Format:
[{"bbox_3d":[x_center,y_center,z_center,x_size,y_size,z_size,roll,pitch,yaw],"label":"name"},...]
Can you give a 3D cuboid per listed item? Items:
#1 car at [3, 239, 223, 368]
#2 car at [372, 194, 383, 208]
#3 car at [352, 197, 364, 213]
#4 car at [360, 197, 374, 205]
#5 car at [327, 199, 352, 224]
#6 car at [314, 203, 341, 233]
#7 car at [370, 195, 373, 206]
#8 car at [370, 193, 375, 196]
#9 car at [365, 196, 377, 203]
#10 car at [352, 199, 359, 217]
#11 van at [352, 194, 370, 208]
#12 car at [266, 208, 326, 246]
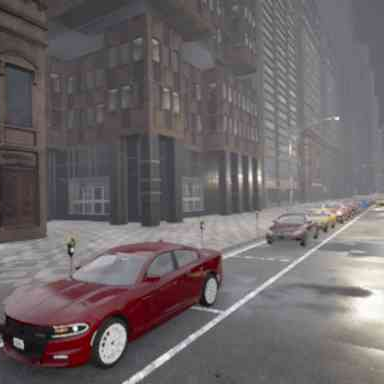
[{"bbox_3d":[-1.004,1.641,6.081,1.887,1.381,4.507,-1,-1,31],"label":"car"},{"bbox_3d":[26.546,1.413,46.111,1.882,1.535,5.008,-2,-1,31],"label":"car"},{"bbox_3d":[16.450,1.579,34.805,1.887,1.381,4.507,-1,-1,31],"label":"car"},{"bbox_3d":[30.994,1.549,58.741,1.947,1.339,4.313,-1,-1,31],"label":"car"},{"bbox_3d":[10.630,1.495,25.231,1.967,1.590,4.097,-1,-1,31],"label":"car"},{"bbox_3d":[7.634,1.590,20.297,1.752,1.417,4.829,-1,-1,31],"label":"car"},{"bbox_3d":[25.177,1.585,49.166,1.802,1.307,4.206,-1,-1,31],"label":"car"},{"bbox_3d":[28.083,1.433,53.955,1.967,1.590,4.097,-1,-1,31],"label":"car"},{"bbox_3d":[36.812,1.529,68.315,1.947,1.339,4.313,-1,-1,31],"label":"car"},{"bbox_3d":[13.541,1.589,30.017,1.887,1.381,4.507,-1,-1,31],"label":"car"},{"bbox_3d":[22.263,1.354,44.382,1.690,1.788,3.998,-1,-1,31],"label":"van"},{"bbox_3d":[4.815,1.657,15.655,1.802,1.307,4.206,-1,-1,31],"label":"car"}]
